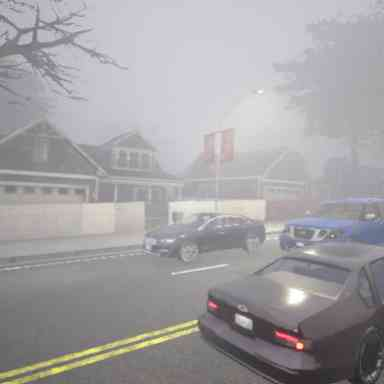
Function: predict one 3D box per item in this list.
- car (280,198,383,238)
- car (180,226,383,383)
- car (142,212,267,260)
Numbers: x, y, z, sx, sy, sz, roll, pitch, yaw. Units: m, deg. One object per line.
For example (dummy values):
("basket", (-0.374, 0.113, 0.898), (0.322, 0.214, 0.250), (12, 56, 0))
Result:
("car", (5.521, 1.245, 11.605), (5.566, 2.045, 2.150), (0, 0, -35))
("car", (2.642, 1.557, 5.324), (5.357, 1.411, 2.033), (0, 0, -36))
("car", (0.590, 1.506, 12.084), (4.902, 1.511, 2.128), (0, 0, -35))
